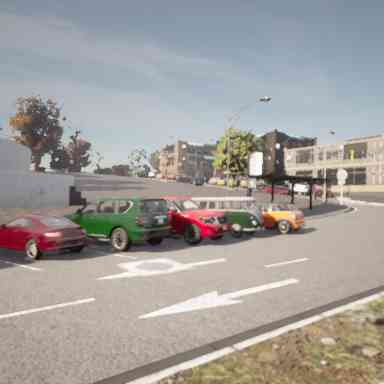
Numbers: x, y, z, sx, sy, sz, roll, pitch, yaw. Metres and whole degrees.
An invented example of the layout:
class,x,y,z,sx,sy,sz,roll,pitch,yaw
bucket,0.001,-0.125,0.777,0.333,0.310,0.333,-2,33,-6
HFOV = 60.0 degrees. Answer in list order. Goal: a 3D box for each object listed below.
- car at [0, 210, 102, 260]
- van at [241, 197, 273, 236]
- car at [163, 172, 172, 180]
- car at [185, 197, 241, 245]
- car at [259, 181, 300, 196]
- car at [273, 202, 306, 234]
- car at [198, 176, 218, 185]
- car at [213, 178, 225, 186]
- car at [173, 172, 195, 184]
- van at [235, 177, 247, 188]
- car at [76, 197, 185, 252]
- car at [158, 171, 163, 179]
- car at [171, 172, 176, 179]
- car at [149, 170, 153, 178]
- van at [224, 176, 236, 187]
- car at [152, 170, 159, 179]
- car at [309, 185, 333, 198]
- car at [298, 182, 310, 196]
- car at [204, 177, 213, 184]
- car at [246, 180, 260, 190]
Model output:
class,x,y,z,sx,sy,sz,roll,pitch,yaw
car,-5.806,1.529,12.359,4.674,1.452,2.002,-1,0,35
van,1.666,1.258,17.501,4.442,1.987,1.878,-1,-1,35
car,-3.620,-3.810,79.706,2.435,2.045,5.566,7,4,34
car,-0.870,1.235,15.828,5.566,2.045,2.435,-1,-1,35
car,11.286,-0.253,43.284,1.994,1.385,4.181,2,4,-36
car,4.073,1.358,19.255,4.553,1.767,2.185,-1,-1,35
car,3.352,-2.427,69.948,2.002,1.452,4.674,7,3,35
car,6.933,-1.922,65.170,1.946,1.575,5.366,7,3,35
car,-0.652,-2.189,59.967,2.128,1.511,4.902,2,4,-35
van,10.243,-1.600,59.973,1.878,1.987,4.442,7,4,35
car,-3.381,1.237,14.120,5.566,2.045,2.435,-1,0,35
car,-5.418,-3.962,82.170,2.185,1.767,4.553,6,3,34
car,-1.765,-3.287,77.450,1.946,1.575,5.366,7,3,34
car,-8.926,-4.474,86.982,2.435,2.045,5.566,1,-1,34
van,8.511,-1.873,62.441,1.878,1.987,4.442,7,4,35
car,-7.151,-4.197,84.637,2.185,1.767,4.553,4,1,33
car,18.924,0.028,47.766,2.002,1.452,4.674,7,3,35
car,17.228,-0.535,50.235,2.435,2.045,5.566,7,3,35
car,5.098,-2.154,67.488,2.002,1.452,4.674,7,4,35
car,12.007,-1.101,57.613,2.231,1.521,4.892,7,3,35
